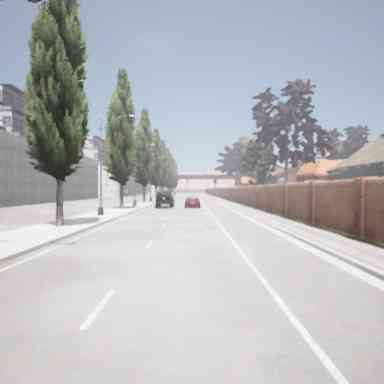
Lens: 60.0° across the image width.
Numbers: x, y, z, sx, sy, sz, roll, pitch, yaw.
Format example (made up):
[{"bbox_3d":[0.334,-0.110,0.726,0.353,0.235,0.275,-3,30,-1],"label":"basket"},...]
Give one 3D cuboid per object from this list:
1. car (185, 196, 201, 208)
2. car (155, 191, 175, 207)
[{"bbox_3d":[0.076,1.237,42.319,1.994,1.385,4.181,0,1,0],"label":"car"},{"bbox_3d":[-3.423,0.892,42.893,2.150,2.045,5.566,0,1,0],"label":"car"}]
